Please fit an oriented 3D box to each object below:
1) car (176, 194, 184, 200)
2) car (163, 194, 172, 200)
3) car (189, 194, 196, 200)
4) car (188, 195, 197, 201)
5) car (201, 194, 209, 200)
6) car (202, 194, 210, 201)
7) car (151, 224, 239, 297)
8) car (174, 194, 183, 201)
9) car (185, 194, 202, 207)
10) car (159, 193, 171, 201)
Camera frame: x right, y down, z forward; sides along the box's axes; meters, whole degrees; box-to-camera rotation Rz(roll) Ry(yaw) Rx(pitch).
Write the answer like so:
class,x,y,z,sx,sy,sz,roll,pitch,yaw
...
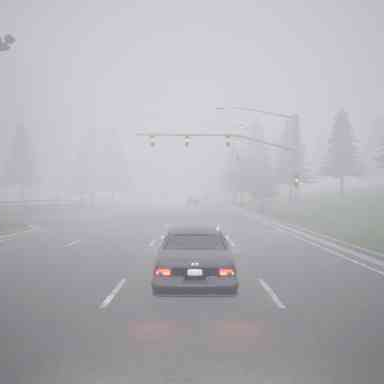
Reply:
class,x,y,z,sx,sy,sz,roll,pitch,yaw
car,-3.402,1.357,93.832,2.128,1.511,4.902,0,0,0
car,-6.902,1.384,93.836,1.994,1.385,4.181,0,0,0
car,0.098,1.310,93.828,1.882,1.535,5.008,0,0,0
car,0.087,1.531,83.408,2.033,1.411,5.357,0,0,0
car,3.598,1.310,93.825,1.882,1.535,5.008,0,0,0
car,3.587,1.491,83.405,1.837,1.490,4.892,0,0,0
car,0.075,1.547,8.726,2.033,1.411,5.357,0,0,0
car,-3.413,1.516,83.829,1.812,1.442,4.674,0,0,0
car,0.053,1.351,52.765,2.097,1.767,4.553,0,0,0
car,-6.913,1.216,83.446,2.150,2.045,5.566,0,0,0
